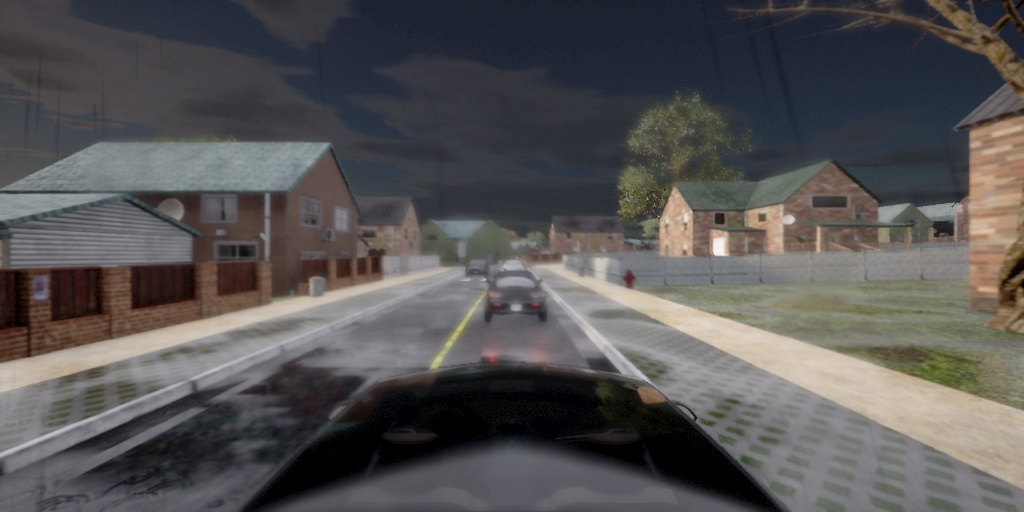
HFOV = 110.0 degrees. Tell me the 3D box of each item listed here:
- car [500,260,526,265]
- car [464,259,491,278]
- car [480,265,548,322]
[{"bbox_3d":[0.080,1.038,27.695,1.812,1.442,4.674,0,1,0],"label":"car"},{"bbox_3d":[-2.838,0.994,30.454,1.837,1.490,4.892,0,1,0],"label":"car"},{"bbox_3d":[0.084,1.180,11.781,1.812,1.442,4.674,0,0,-1],"label":"car"}]
